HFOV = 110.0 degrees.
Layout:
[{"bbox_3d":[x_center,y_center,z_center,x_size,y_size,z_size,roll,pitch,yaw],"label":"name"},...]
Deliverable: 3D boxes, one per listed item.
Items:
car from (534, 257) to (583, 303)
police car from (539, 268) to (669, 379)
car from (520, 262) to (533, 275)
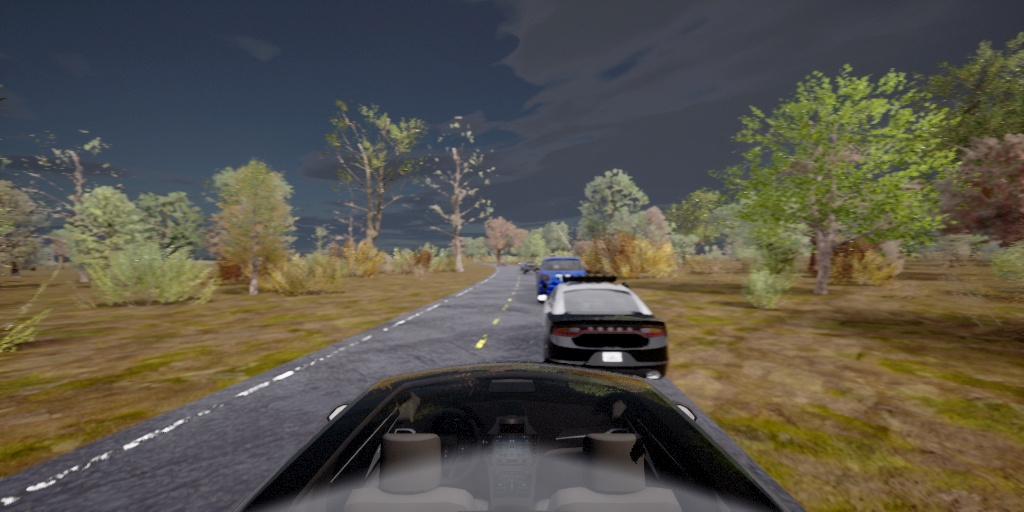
[{"bbox_3d":[2.305,1.078,17.473,2.150,2.045,5.566,-1,0,4],"label":"car"},{"bbox_3d":[1.593,1.207,7.528,1.930,1.638,5.238,-1,0,5],"label":"police car"},{"bbox_3d":[2.382,1.591,46.126,1.837,1.490,4.892,-1,0,0],"label":"car"}]
